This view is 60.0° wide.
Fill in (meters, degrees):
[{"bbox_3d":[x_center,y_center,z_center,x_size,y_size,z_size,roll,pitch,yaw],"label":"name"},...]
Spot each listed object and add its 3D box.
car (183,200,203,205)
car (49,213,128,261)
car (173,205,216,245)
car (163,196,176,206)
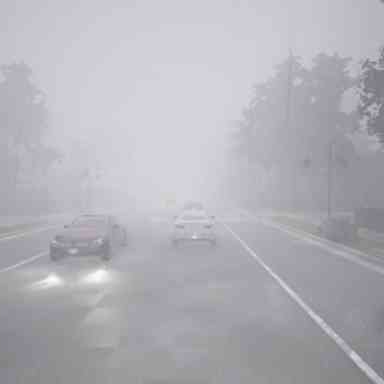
[{"bbox_3d":[0.103,1.514,32.905,1.994,1.385,4.181,0,0,0],"label":"car"},{"bbox_3d":[-3.600,1.525,12.383,1.812,1.442,4.674,0,0,0],"label":"car"},{"bbox_3d":[0.101,1.523,15.351,1.812,1.442,4.674,0,0,0],"label":"car"},{"bbox_3d":[-3.566,1.305,52.898,1.882,1.535,5.008,0,0,0],"label":"car"}]
